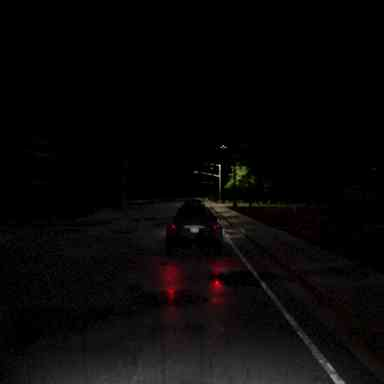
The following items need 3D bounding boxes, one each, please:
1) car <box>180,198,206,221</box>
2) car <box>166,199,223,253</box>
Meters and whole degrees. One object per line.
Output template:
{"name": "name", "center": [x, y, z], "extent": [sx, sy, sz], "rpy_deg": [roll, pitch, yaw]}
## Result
{"name": "car", "center": [0.079, 1.424, 28.983], "extent": [2.097, 1.767, 4.553], "rpy_deg": [0, 0, 0]}
{"name": "car", "center": [0.102, 1.369, 13.913], "extent": [2.097, 1.767, 4.553], "rpy_deg": [1, 0, 0]}
